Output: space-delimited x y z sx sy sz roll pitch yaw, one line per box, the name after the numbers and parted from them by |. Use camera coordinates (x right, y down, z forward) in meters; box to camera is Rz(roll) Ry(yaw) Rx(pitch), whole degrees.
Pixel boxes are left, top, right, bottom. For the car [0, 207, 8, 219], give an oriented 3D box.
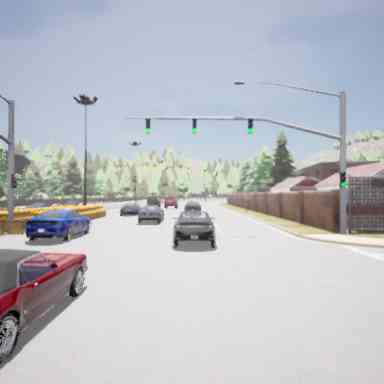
-17.562 1.880 28.471 1.895 1.301 4.718 0 -1 0 | car

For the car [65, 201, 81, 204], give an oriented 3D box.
-17.497 2.003 48.761 1.812 1.442 4.674 0 -1 0 | car

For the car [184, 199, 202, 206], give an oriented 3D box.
0.103 1.847 37.720 1.882 1.535 5.008 0 -1 0 | car

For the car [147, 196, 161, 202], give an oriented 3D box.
-6.944 1.819 60.881 2.150 2.045 5.566 0 0 0 | car

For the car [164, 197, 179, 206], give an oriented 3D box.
-3.495 1.768 55.742 2.150 2.045 5.566 0 0 0 | car

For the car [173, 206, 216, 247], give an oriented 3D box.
0.101 1.649 15.961 2.128 1.511 4.902 0 -1 0 | car

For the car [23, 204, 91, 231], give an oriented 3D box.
-6.899 1.652 17.678 1.882 1.535 5.008 0 -1 0 | car

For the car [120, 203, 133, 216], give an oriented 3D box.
-6.897 1.937 38.117 1.994 1.385 4.181 0 -1 0 | car

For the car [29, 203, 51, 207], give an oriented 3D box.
-17.497 1.924 38.437 2.033 1.411 5.357 0 -1 0 | car

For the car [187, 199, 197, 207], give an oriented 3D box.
0.005 2.186 67.560 1.812 1.442 4.674 0 -1 1 | car

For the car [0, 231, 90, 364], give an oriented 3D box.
-3.399 1.659 5.847 1.895 1.301 4.718 0 -1 0 | car

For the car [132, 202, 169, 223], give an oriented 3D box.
-3.398 1.824 28.176 2.033 1.411 5.357 0 -1 0 | car
